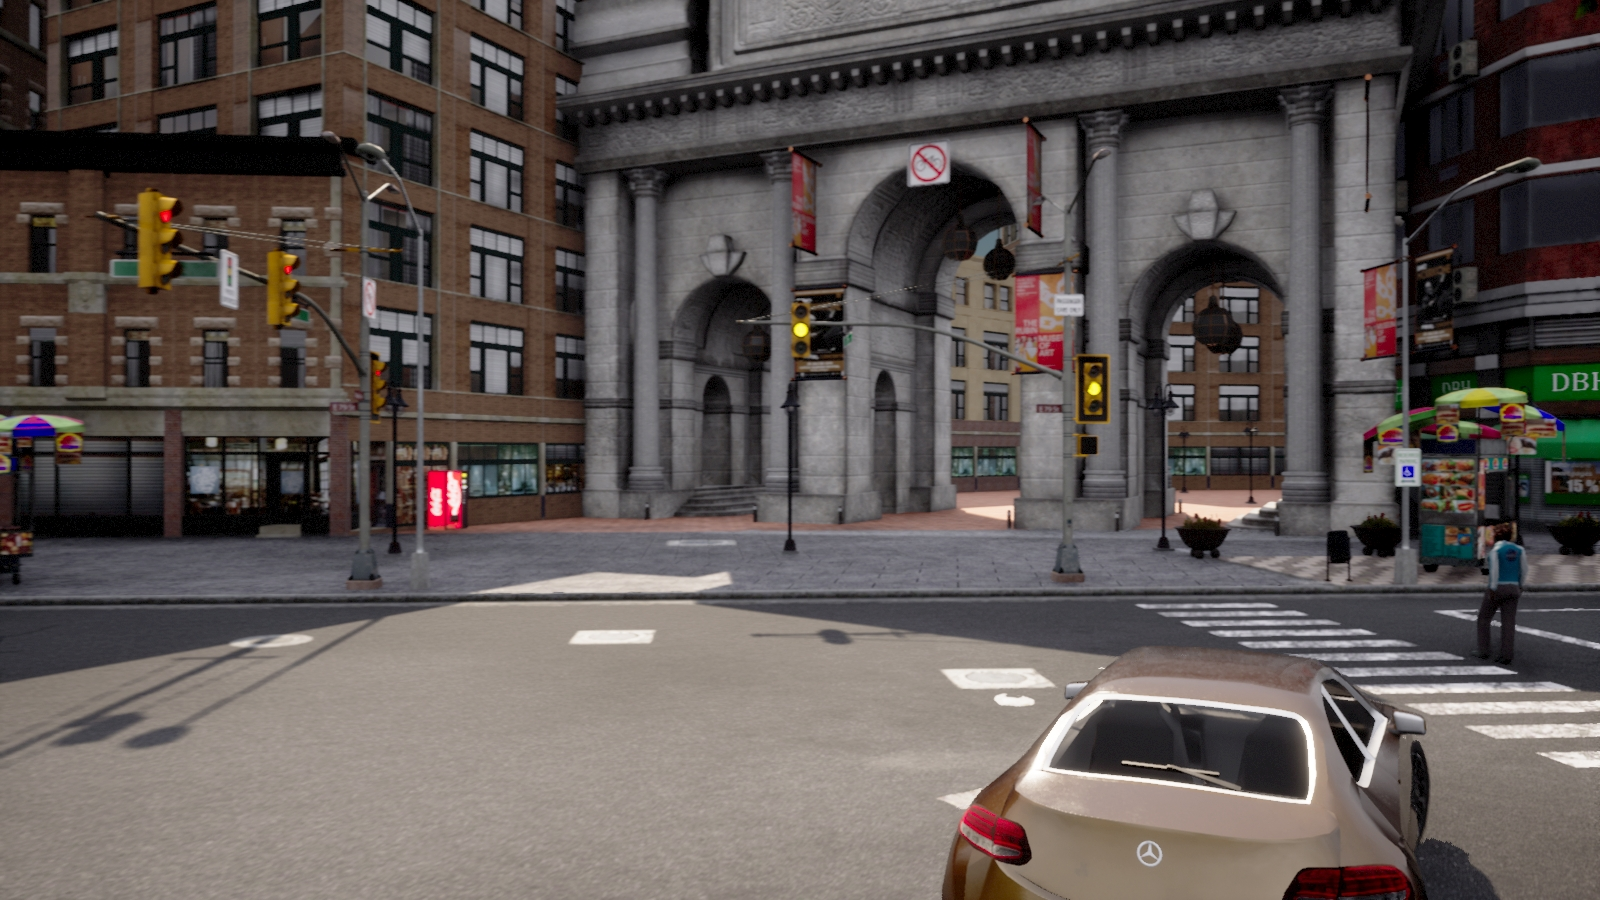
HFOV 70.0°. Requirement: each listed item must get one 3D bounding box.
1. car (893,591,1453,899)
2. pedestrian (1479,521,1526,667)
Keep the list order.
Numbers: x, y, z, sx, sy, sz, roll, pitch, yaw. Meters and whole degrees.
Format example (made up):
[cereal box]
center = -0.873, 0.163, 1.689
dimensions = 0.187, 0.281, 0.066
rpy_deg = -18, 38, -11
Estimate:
[car]
center = 2.518, 1.999, 6.797
dimensions = 2.152, 1.651, 5.027
rpy_deg = 0, 0, 27
[pedestrian]
center = 9.176, 1.864, 14.931
dimensions = 0.375, 1.860, 0.375
rpy_deg = 0, 0, 0
